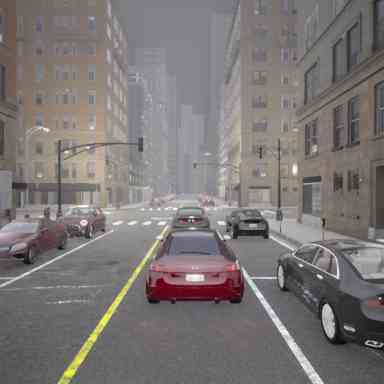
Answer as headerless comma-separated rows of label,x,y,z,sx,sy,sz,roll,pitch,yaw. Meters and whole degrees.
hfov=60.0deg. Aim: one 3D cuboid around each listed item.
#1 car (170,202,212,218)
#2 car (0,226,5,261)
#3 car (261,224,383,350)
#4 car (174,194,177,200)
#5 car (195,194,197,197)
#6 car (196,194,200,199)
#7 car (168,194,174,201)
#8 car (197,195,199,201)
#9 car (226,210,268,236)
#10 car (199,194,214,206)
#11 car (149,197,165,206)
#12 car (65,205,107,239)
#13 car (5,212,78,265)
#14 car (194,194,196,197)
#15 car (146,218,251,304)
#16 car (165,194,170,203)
car,-0.050,1.505,17.103,1.837,1.490,4.892,0,0,0
car,-5.698,1.565,6.148,1.947,1.339,4.313,0,0,0
car,2.827,1.550,6.192,2.008,1.369,4.403,0,0,0
car,-6.044,1.454,92.113,2.192,1.841,5.009,0,0,0
car,2.499,1.558,86.738,1.967,1.590,4.097,0,0,0
car,2.536,1.522,75.920,1.967,1.590,4.097,0,0,0
car,-6.006,1.623,81.126,1.752,1.417,4.829,0,0,0
car,2.574,1.605,65.102,2.008,1.369,4.403,0,0,0
car,2.770,1.566,17.195,1.947,1.339,4.313,0,0,0
car,2.610,1.474,54.285,1.967,1.590,4.097,0,0,0
car,-5.914,1.616,54.253,1.802,1.307,4.206,0,0,0
car,-5.756,1.440,17.151,1.967,1.590,4.097,0,0,0
car,-5.727,1.582,11.649,1.802,1.307,4.206,0,0,0
car,2.480,1.454,92.148,2.192,1.841,5.009,0,0,0
car,0.041,1.564,8.190,1.994,1.385,4.181,0,0,-1
car,-5.951,1.604,65.070,2.008,1.369,4.403,0,0,0
